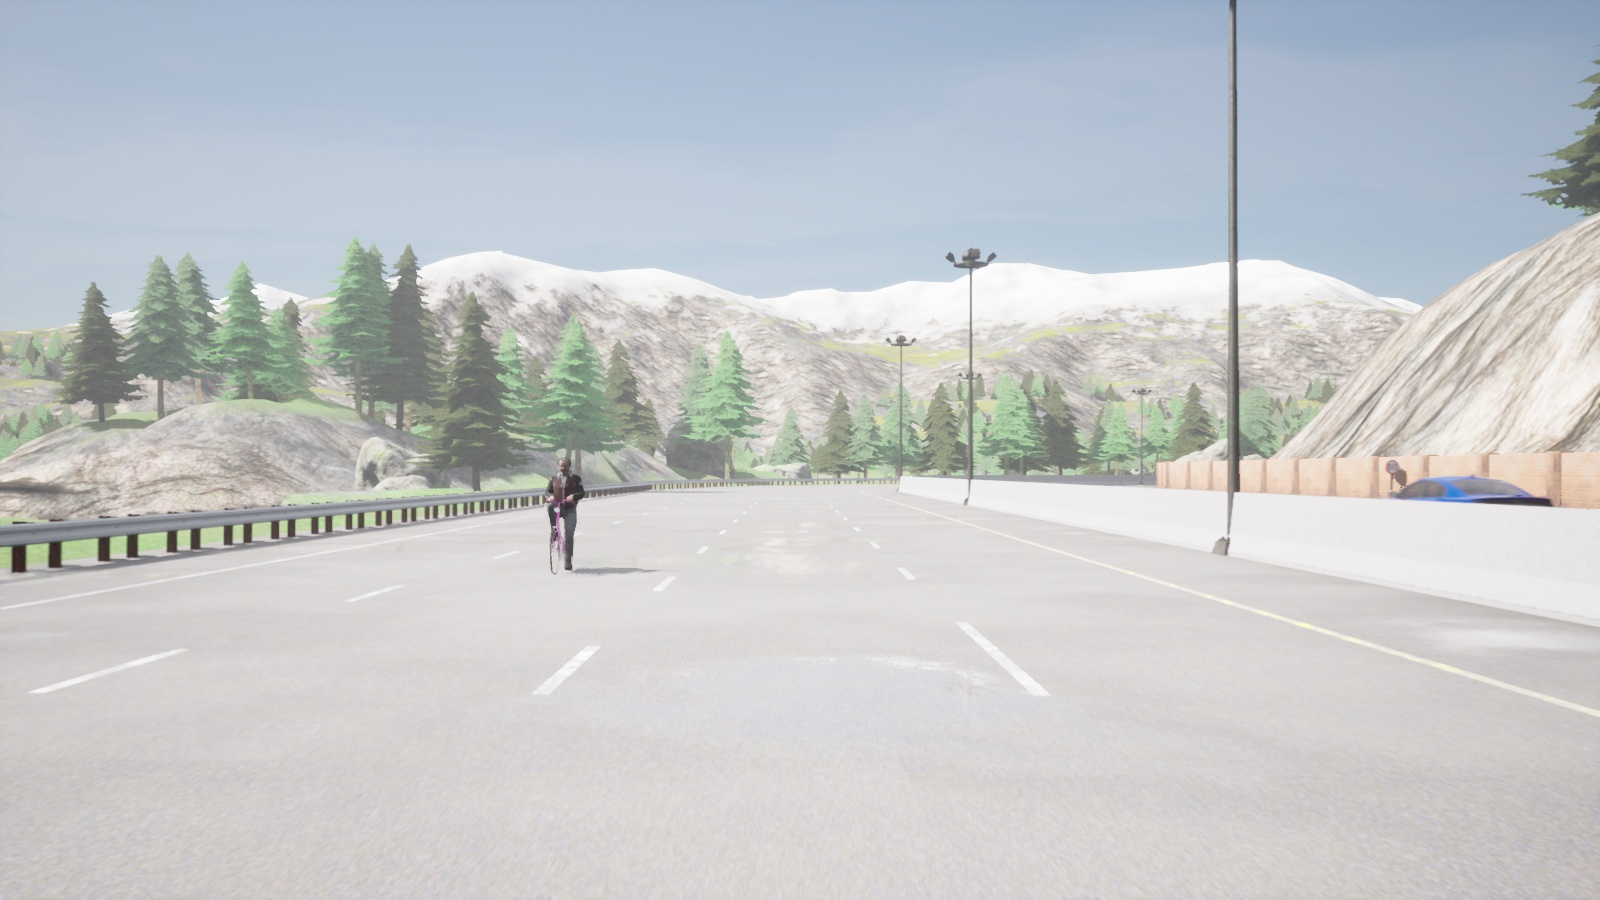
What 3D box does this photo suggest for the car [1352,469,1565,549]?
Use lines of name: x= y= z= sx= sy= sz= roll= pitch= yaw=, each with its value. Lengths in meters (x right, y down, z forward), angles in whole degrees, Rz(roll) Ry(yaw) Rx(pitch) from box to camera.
car: x=13.838 y=1.184 z=26.808 sx=1.882 sy=1.535 sz=5.008 roll=0 pitch=-1 yaw=0

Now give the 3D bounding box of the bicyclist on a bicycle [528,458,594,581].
bicyclist on a bicycle: x=-3.613 y=1.018 z=19.079 sx=0.659 sy=1.776 sz=1.843 roll=0 pitch=-1 yaw=0
